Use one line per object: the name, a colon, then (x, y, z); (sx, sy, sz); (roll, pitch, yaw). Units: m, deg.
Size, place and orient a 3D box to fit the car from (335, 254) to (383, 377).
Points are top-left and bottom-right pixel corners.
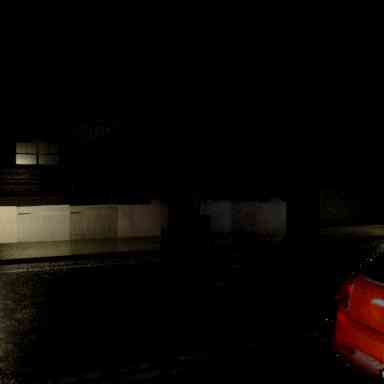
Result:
car: (4.144, 1.350, 4.103); (4.553, 1.767, 2.097); (0, 0, -20)
